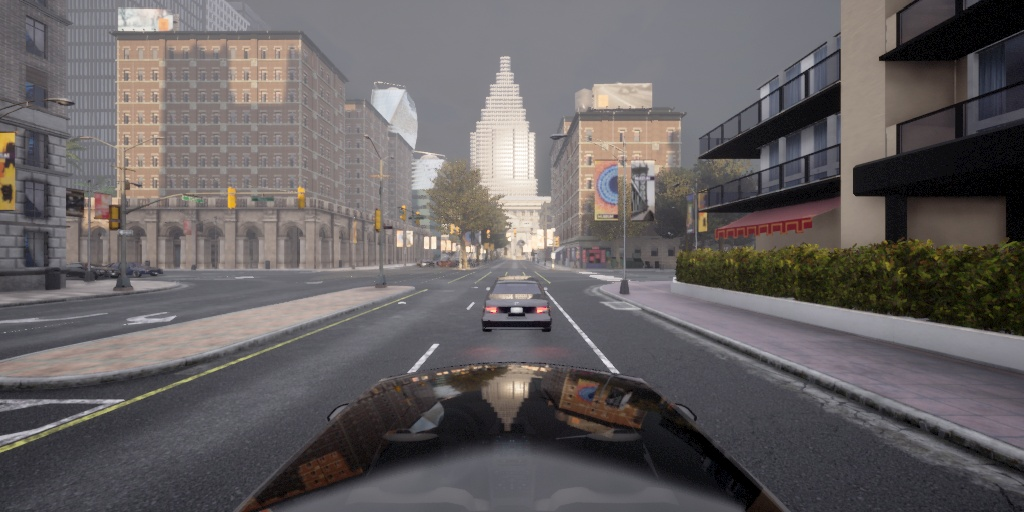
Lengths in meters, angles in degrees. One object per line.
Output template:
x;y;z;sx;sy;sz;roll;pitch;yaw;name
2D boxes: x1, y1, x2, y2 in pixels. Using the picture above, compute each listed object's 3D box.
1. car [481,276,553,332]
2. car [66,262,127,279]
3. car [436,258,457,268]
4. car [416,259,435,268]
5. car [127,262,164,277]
0.144;1.297;10.812;2.033;1.411;5.357;0;0;1;car
-36.943;1.276;31.137;4.674;1.442;1.812;0;0;0;car
-11.056;1.103;60.459;2.097;1.767;4.553;0;0;1;car
-14.536;1.241;61.624;2.128;1.511;4.902;0;0;1;car
-37.008;1.297;34.629;5.357;1.411;2.033;0;0;0;car
